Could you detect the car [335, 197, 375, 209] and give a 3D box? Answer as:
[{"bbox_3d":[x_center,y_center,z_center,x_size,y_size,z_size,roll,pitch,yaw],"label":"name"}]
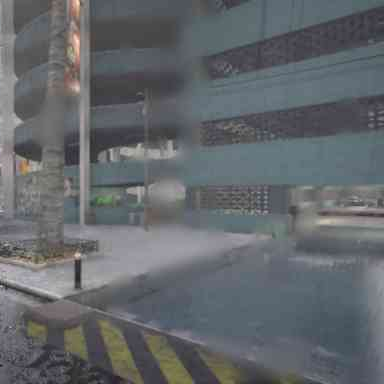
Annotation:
[{"bbox_3d":[20.879,1.331,42.805,4.674,1.452,2.002,0,0,36],"label":"car"}]
